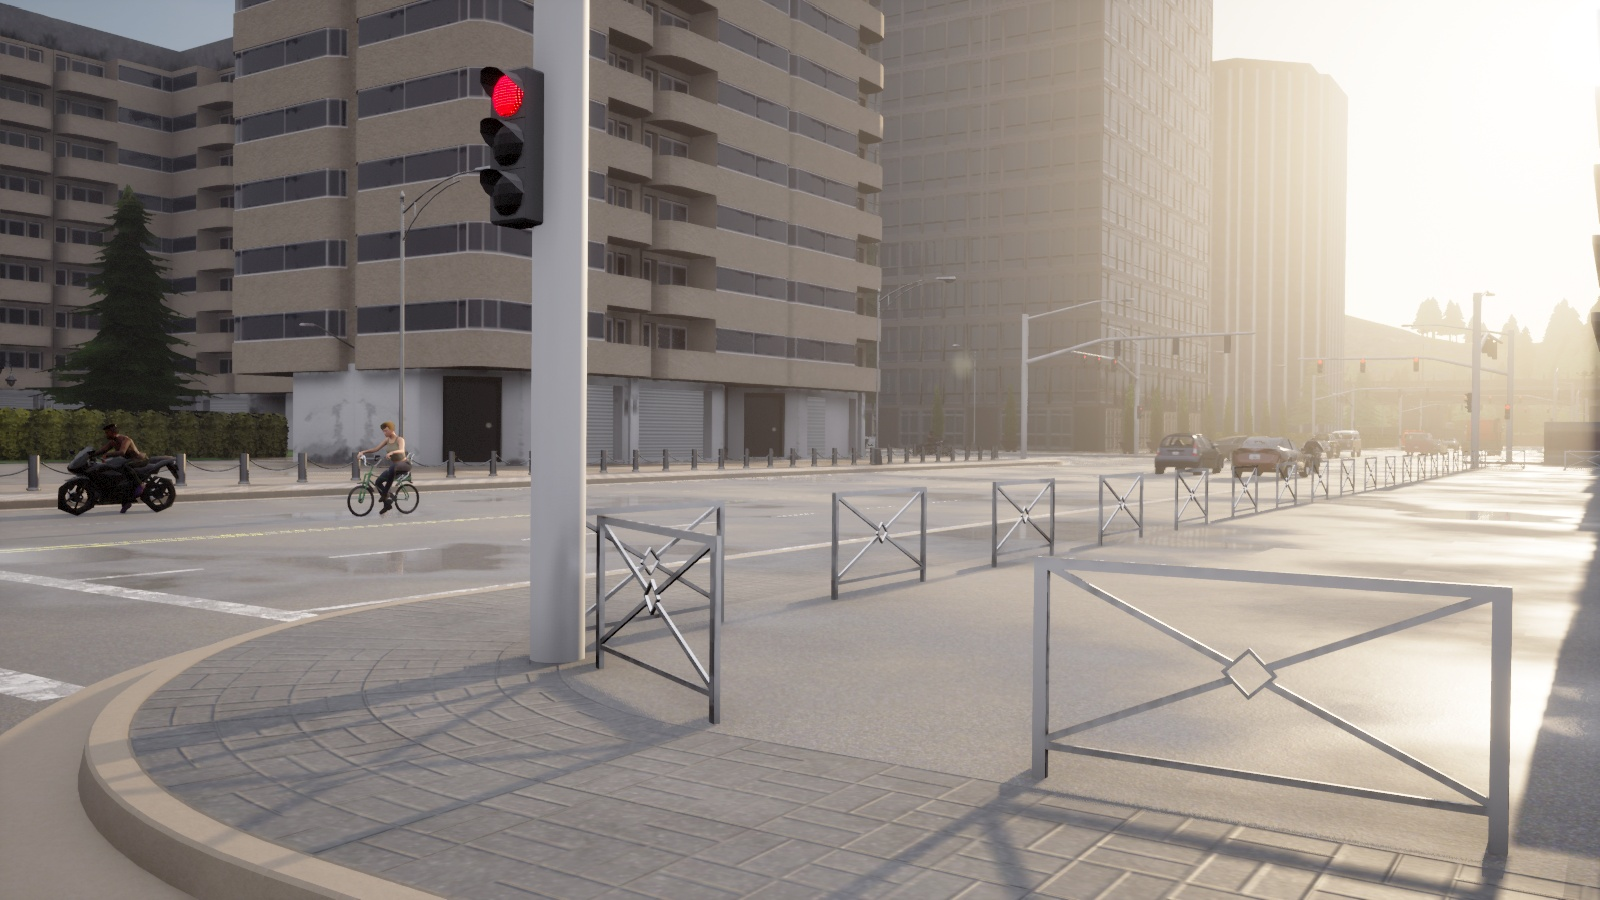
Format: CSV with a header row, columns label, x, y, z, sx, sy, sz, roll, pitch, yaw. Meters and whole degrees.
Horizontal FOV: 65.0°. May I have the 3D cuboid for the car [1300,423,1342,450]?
label,x,y,z,sx,sy,sz,roll,pitch,yaw
car,36.743,-0.994,88.571,1.932,1.855,4.605,0,1,33

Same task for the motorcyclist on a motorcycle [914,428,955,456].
label,x,y,z,sx,sy,sz,roll,pitch,yaw
motorcyclist on a motorcycle,8.082,-0.476,75.397,2.350,1.649,0.766,0,1,35

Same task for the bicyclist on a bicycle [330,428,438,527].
label,x,y,z,sx,sy,sz,roll,pitch,yaw
bicyclist on a bicycle,-7.076,0.440,21.409,0.866,1.612,1.509,0,1,33

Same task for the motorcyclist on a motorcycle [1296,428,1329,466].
label,x,y,z,sx,sy,sz,roll,pitch,yaw
motorcyclist on a motorcycle,21.191,-0.134,51.919,0.866,1.530,2.191,0,1,33

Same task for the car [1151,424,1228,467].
label,x,y,z,sx,sy,sz,roll,pitch,yaw
car,15.345,-0.183,49.363,1.851,1.617,3.988,0,1,33

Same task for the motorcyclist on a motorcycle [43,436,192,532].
label,x,y,z,sx,sy,sz,roll,pitch,yaw
motorcyclist on a motorcycle,-11.443,0.529,21.112,0.797,1.523,2.044,0,1,33

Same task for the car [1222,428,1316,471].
label,x,y,z,sx,sy,sz,roll,pitch,yaw
car,17.128,-0.048,45.693,2.163,1.488,4.792,0,1,33

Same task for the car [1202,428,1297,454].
label,x,y,z,sx,sy,sz,roll,pitch,yaw
car,26.181,-0.531,73.225,4.892,1.490,1.837,-1,1,-8
